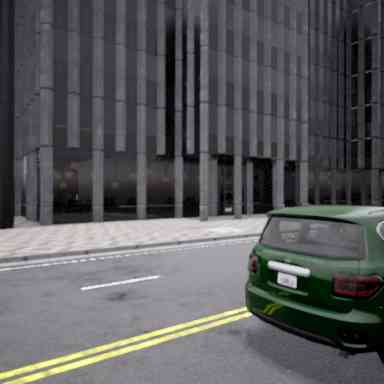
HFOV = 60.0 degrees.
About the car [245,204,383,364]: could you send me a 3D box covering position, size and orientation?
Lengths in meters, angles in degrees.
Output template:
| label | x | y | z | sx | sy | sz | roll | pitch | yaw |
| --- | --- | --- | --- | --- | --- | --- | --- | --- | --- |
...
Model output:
| label | x | y | z | sx | sy | sz | roll | pitch | yaw |
| --- | --- | --- | --- | --- | --- | --- | --- | --- | --- |
| car | 3.418 | 1.244 | 5.876 | 5.566 | 2.045 | 2.150 | 0 | 0 | -35 |
